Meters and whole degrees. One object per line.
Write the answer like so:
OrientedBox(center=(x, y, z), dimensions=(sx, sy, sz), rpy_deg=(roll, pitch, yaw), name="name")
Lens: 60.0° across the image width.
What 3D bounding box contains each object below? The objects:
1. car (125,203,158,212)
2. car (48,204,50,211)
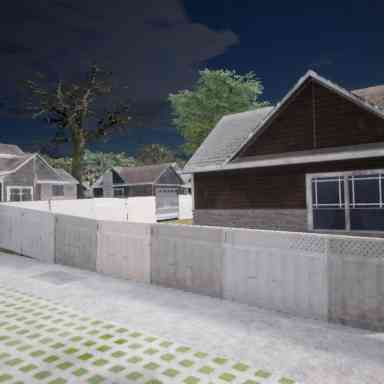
OrientedBox(center=(-5.098, 1.359, 30.693), dimensions=(1.994, 1.385, 4.181), rpy_deg=(-3, -1, 36), name="car")
OrientedBox(center=(-11.210, 1.402, 22.338), dimensions=(1.882, 1.535, 5.008), rpy_deg=(-3, -1, 36), name="car")
